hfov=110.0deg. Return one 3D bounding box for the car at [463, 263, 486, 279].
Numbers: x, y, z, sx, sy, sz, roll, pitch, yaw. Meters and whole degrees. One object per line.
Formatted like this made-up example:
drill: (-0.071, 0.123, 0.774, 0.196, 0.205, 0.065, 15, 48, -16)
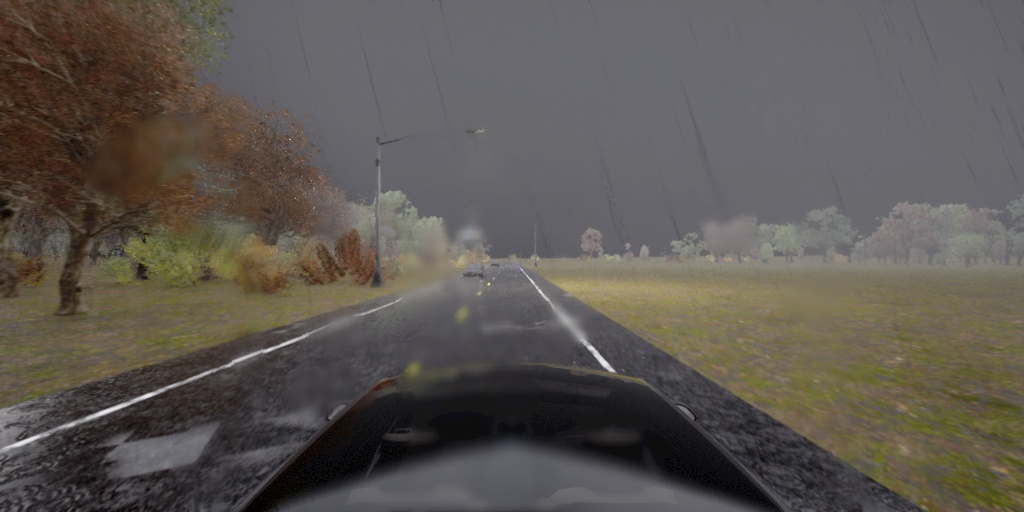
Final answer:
car: (-3.628, 1.463, 35.444, 1.837, 1.490, 4.892, 0, 0, 0)
